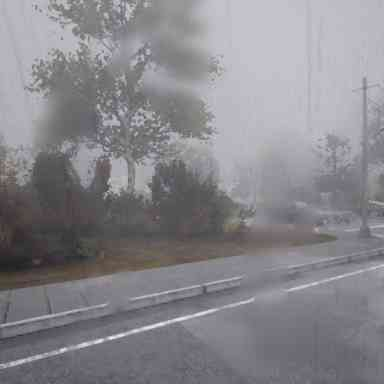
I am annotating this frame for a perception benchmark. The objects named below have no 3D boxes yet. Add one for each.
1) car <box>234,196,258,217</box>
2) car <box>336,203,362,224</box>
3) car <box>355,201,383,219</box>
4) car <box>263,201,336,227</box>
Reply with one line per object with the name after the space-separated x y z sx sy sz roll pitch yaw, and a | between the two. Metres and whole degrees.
3.907 1.430 33.349 2.150 2.045 5.566 0 -1 -41 | car
10.146 1.675 25.817 1.895 1.301 4.718 0 -1 -39 | car
15.570 1.581 30.334 1.837 1.490 4.892 -2 1 -37 | car
7.353 1.426 23.614 2.097 1.767 4.553 0 -1 -38 | car
